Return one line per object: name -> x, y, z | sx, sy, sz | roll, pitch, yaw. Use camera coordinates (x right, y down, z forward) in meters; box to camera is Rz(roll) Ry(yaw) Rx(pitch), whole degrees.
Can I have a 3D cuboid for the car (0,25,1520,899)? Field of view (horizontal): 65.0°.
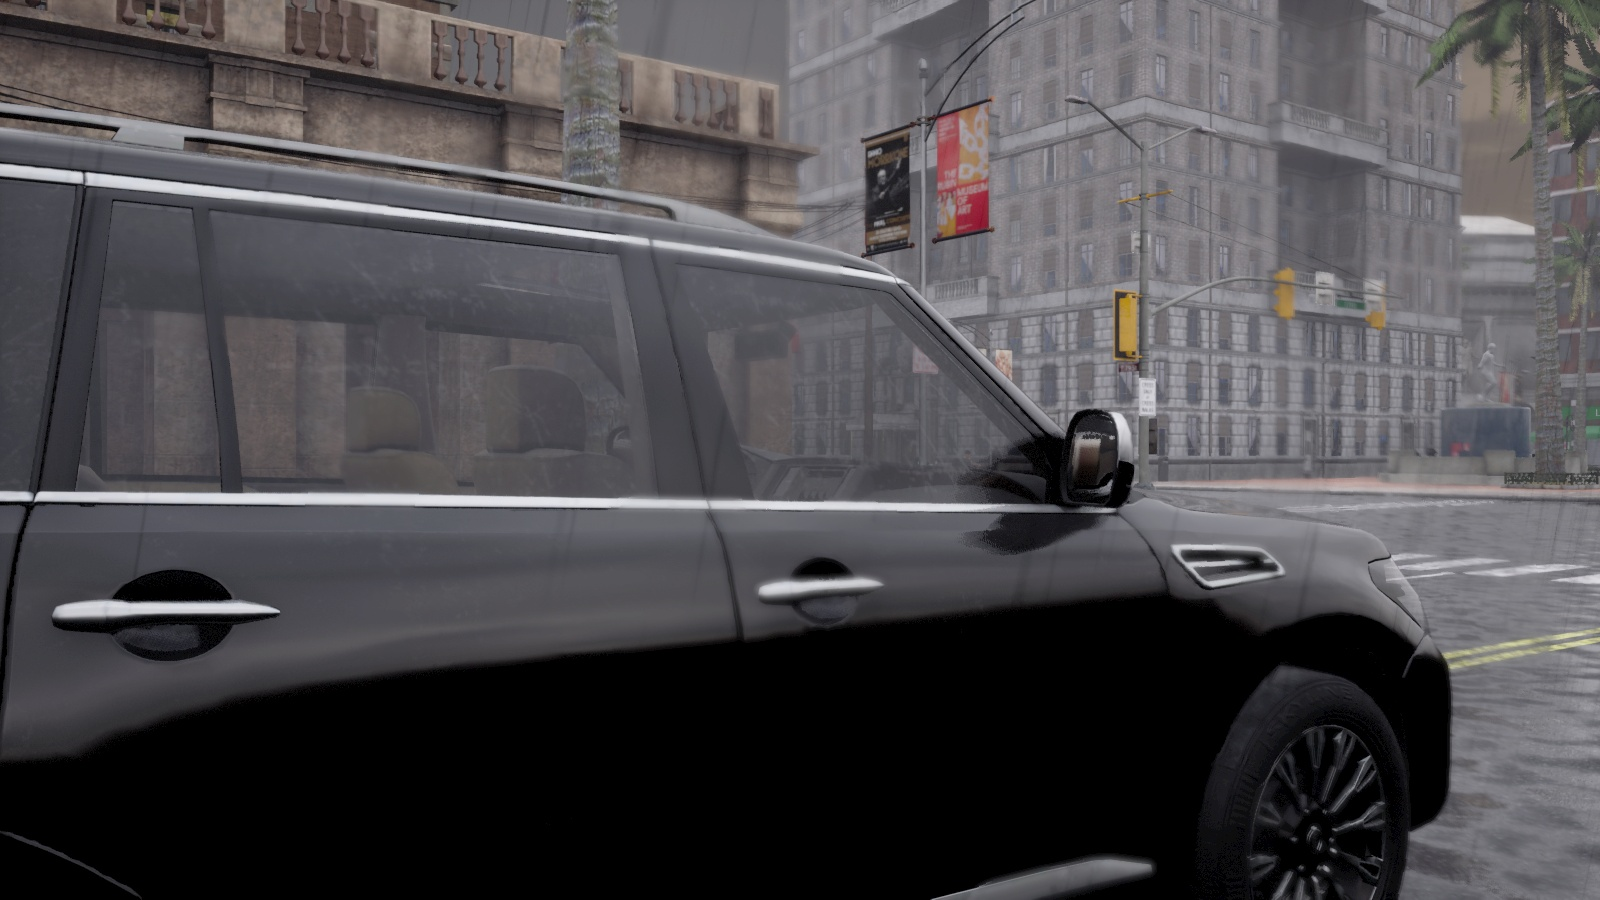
car -> -0.661, 0.473, 3.201 | 5.566, 2.045, 2.150 | 0, 0, -35
